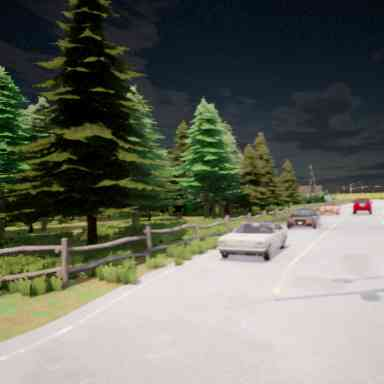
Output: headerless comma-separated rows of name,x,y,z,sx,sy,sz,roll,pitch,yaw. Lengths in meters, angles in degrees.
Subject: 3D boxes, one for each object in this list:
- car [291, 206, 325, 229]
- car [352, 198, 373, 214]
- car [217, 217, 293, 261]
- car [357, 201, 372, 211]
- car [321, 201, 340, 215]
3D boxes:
car,8.520,2.003,25.124,1.994,1.385,4.181,-2,-2,28
car,21.888,1.773,42.643,2.150,2.045,5.566,-2,-2,28
car,2.687,1.893,13.801,1.895,1.301,4.718,-2,-2,26
car,26.830,2.139,51.646,1.882,1.535,5.008,-2,-2,30
car,17.629,2.001,42.395,2.097,1.767,4.553,-2,-1,28
